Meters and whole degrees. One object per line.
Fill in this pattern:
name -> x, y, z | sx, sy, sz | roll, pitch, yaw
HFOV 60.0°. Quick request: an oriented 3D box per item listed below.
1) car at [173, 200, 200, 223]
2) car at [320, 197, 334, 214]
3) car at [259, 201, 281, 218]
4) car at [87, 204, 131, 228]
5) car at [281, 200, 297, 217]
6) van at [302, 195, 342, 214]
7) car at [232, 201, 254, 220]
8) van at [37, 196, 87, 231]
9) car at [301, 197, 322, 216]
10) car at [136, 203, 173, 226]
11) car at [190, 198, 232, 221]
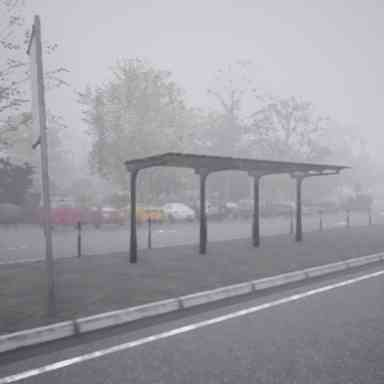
car -> -1.537, 1.563, 25.611 | 2.002, 1.452, 4.674 | 0, 0, -36
car -> 11.991, 1.608, 35.322 | 2.163, 1.488, 4.792 | 0, 0, -36
car -> 5.238, 1.551, 30.451 | 2.231, 1.521, 4.892 | 0, 0, -36
car -> -6.053, 1.546, 22.380 | 2.002, 1.452, 4.674 | 0, 0, -36
car -> 7.475, 1.588, 32.093 | 2.163, 1.488, 4.792 | 0, 0, -36
van -> 14.333, 1.363, 36.817 | 1.878, 1.987, 4.442 | 0, 0, -36
car -> 2.974, 1.540, 28.846 | 2.097, 1.535, 5.008 | 0, 0, -36
van -> -8.379, 1.272, 20.864 | 1.878, 1.987, 4.442 | 0, 0, -36
car -> 9.857, 1.566, 33.532 | 1.946, 1.575, 5.366 | 0, 0, -36
car -> -3.793, 1.514, 23.994 | 2.097, 1.535, 5.008 | 0, 0, -36
car -> 0.701, 1.406, 27.253 | 2.185, 1.767, 4.553 | 0, 0, -36
